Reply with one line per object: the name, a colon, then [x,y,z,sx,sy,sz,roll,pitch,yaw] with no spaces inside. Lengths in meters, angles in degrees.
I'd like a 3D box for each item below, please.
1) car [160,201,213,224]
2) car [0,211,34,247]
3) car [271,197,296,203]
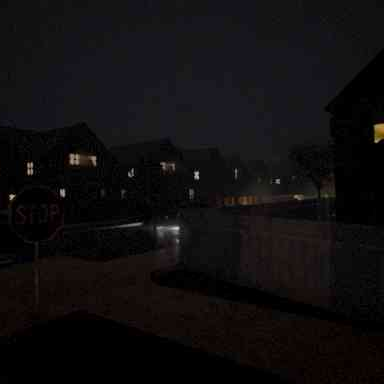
car: [-0.238,1.430,23.937,1.837,1.490,4.892,-2,-1,36]
car: [-8.189,1.544,13.123,1.837,1.490,4.892,-2,-1,36]
car: [10.860,1.273,38.981,1.882,1.535,5.008,-2,-1,37]
